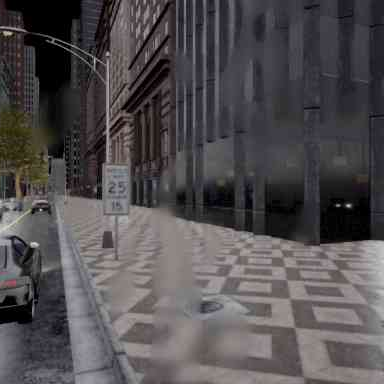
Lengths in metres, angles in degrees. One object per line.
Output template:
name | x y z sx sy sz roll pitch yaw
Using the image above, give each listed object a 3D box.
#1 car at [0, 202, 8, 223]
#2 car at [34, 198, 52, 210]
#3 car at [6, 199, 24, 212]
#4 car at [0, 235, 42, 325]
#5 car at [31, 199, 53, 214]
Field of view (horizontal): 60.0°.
car | -14.073 1.581 22.535 1.994 1.385 4.181 0 0 -23
car | -20.124 1.597 45.195 2.033 1.411 5.357 0 0 -22
car | -20.434 1.555 38.102 2.128 1.511 4.902 0 0 -23
car | -4.169 1.569 6.740 1.994 1.385 4.181 0 0 -23
car | -16.084 1.536 35.597 1.837 1.490 4.892 0 0 -22
